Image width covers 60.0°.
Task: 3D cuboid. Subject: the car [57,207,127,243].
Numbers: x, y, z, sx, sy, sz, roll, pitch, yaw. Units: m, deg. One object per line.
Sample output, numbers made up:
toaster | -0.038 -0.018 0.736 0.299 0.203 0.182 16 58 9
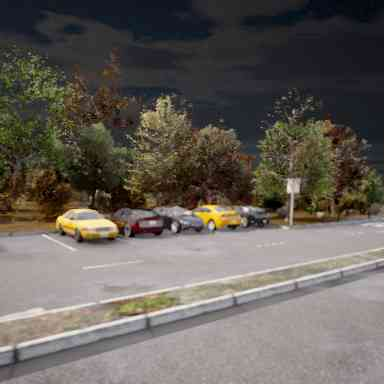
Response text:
car | -5.492 1.572 17.121 1.946 1.575 5.366 1 0 -36

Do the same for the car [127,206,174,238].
car | -3.377 1.630 18.907 2.163 1.488 4.792 1 0 -36

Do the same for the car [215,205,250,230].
car | 1.111 1.637 22.093 2.097 1.535 5.008 0 0 -36

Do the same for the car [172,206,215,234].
car | -1.131 1.620 20.495 2.231 1.521 4.892 0 0 -36

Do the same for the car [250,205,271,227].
car | 3.348 1.654 23.701 2.231 1.521 4.892 0 0 -36
